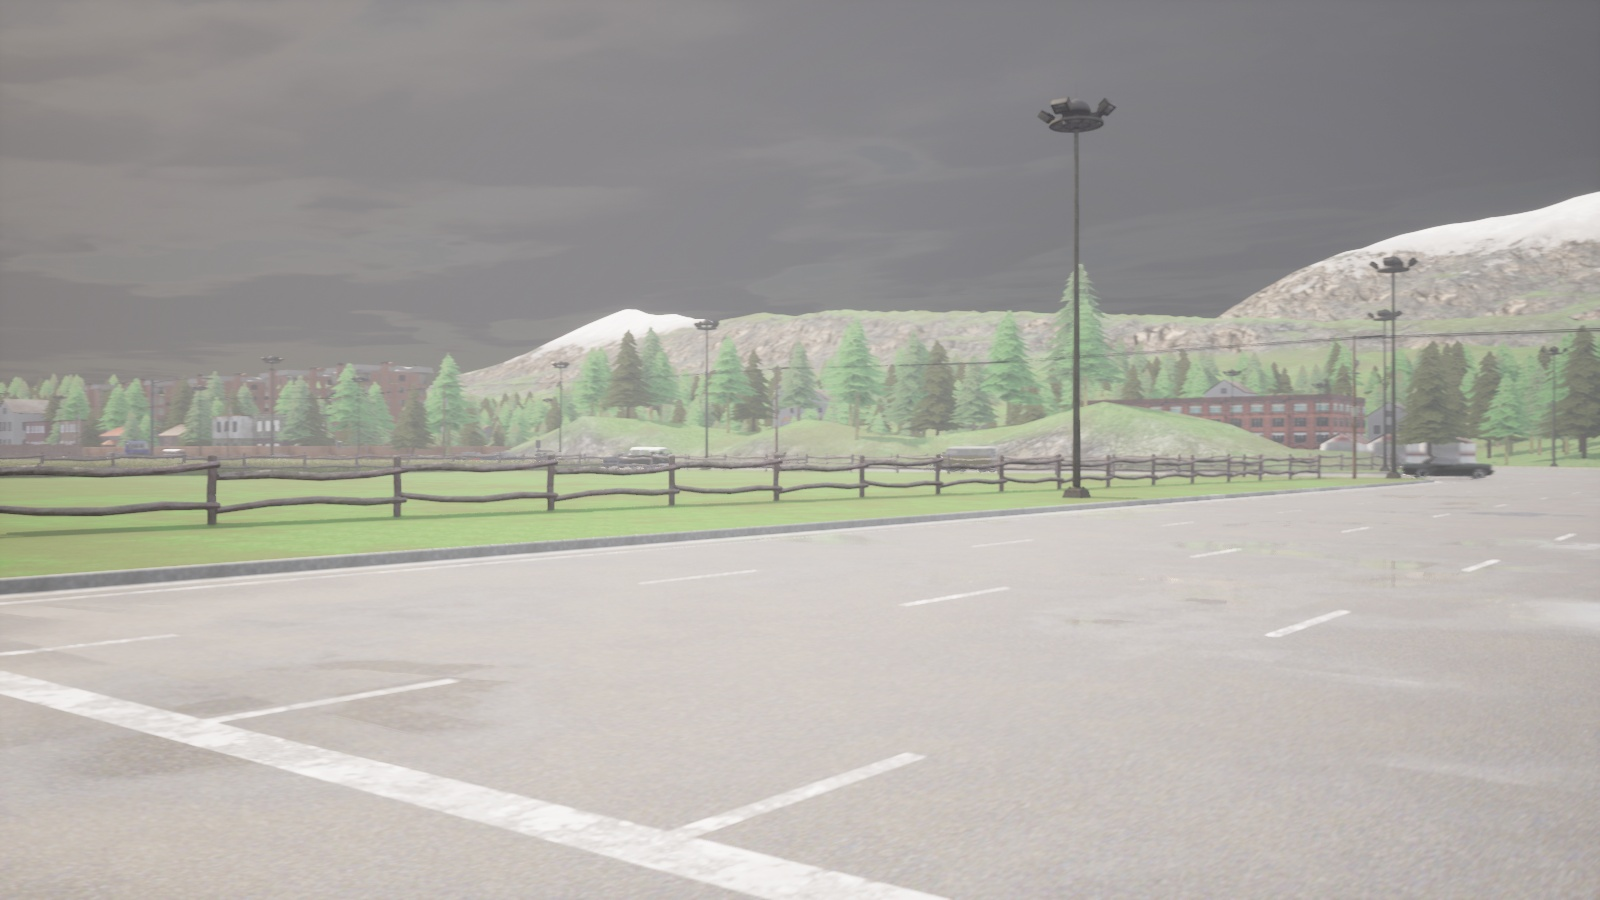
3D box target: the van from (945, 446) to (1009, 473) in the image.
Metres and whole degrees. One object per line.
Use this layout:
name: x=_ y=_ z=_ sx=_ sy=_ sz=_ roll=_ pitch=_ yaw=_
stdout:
van: x=13.216 y=0.707 z=94.035 sx=4.442 sy=1.987 sz=1.775 roll=0 pitch=0 yaw=38

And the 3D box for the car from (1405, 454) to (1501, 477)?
car: x=37.370 y=0.898 z=72.002 sx=4.718 sy=1.301 sz=1.895 roll=0 pitch=0 yaw=20
